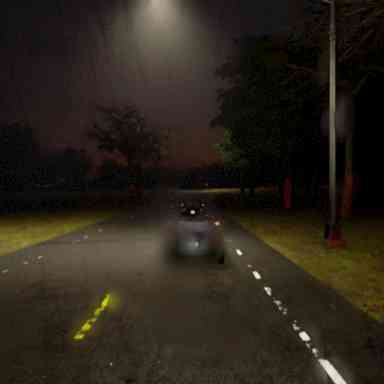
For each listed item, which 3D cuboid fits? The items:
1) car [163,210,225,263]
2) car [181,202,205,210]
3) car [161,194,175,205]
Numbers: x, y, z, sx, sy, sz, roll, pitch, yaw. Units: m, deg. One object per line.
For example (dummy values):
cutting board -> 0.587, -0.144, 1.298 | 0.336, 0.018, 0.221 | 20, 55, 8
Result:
car -> 0.069, 1.557, 11.901 | 1.994, 1.385, 4.181 | 0, 0, 0
car -> 0.066, 1.460, 26.935 | 1.994, 1.385, 4.181 | 0, 1, 0
car -> -3.580, 1.070, 50.100 | 1.882, 1.535, 5.008 | 0, 1, 0
